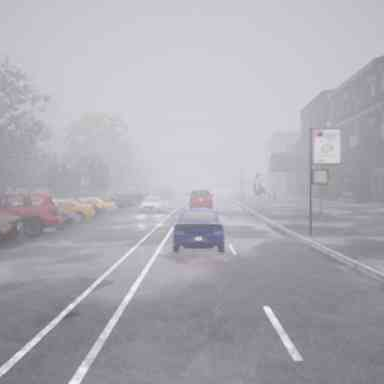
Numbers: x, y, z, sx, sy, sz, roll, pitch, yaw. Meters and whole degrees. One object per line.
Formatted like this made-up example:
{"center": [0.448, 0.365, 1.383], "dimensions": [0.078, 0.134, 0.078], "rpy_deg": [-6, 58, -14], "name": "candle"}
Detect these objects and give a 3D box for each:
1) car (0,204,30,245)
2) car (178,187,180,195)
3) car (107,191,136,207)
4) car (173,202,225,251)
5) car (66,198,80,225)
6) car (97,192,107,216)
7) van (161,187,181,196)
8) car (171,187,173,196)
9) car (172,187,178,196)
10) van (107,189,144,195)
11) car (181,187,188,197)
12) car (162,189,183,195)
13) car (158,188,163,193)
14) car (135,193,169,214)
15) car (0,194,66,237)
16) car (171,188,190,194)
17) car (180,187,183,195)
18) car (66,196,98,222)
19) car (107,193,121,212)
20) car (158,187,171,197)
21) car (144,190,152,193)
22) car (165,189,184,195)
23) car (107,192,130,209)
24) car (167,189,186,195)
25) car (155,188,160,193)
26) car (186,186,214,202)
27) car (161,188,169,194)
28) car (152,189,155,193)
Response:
{"center": [-9.357, 1.456, 13.218], "dimensions": [4.792, 1.488, 2.163], "rpy_deg": [-1, 1, -19], "name": "car"}
{"center": [-5.733, 0.208, 72.526], "dimensions": [4.674, 1.452, 2.002], "rpy_deg": [-1, 1, -14], "name": "car"}
{"center": [-8.615, 0.996, 34.026], "dimensions": [5.008, 1.535, 2.097], "rpy_deg": [-1, 1, -17], "name": "car"}
{"center": [0.280, 1.409, 13.805], "dimensions": [1.882, 1.535, 5.008], "rpy_deg": [0, 1, 1], "name": "car"}
{"center": [-9.191, 1.334, 19.181], "dimensions": [4.892, 1.521, 2.231], "rpy_deg": [-1, 1, -19], "name": "car"}
{"center": [-9.018, 1.078, 25.111], "dimensions": [4.553, 1.767, 2.185], "rpy_deg": [-1, 1, -18], "name": "car"}
{"center": [-5.002, -0.174, 78.460], "dimensions": [4.442, 1.987, 1.878], "rpy_deg": [-1, 1, -14], "name": "van"}
{"center": [-6.576, 0.385, 63.658], "dimensions": [4.674, 1.452, 2.002], "rpy_deg": [-1, 1, -15], "name": "car"}
{"center": [-6.336, 0.034, 66.596], "dimensions": [5.566, 2.045, 2.435], "rpy_deg": [-1, 1, -15], "name": "car"}
{"center": [-8.409, 0.636, 39.908], "dimensions": [4.442, 1.987, 1.878], "rpy_deg": [-1, 2, -17], "name": "van"}
{"center": [-0.566, 0.200, 70.764], "dimensions": [1.837, 1.490, 4.892], "rpy_deg": [0, 1, 6], "name": "car"}
{"center": [-4.781, 0.038, 81.384], "dimensions": [4.674, 1.452, 2.002], "rpy_deg": [-1, 1, -14], "name": "car"}
{"center": [-7.499, 0.624, 51.819], "dimensions": [4.792, 1.488, 2.163], "rpy_deg": [-1, 1, -16], "name": "car"}
{"center": [-3.535, 1.121, 30.154], "dimensions": [1.812, 1.442, 4.674], "rpy_deg": [0, 1, 3], "name": "car"}
{"center": [-9.293, 1.134, 16.188], "dimensions": [5.566, 2.045, 2.435], "rpy_deg": [-1, 1, -19], "name": "car"}
{"center": [-3.354, -0.230, 93.137], "dimensions": [5.008, 1.535, 2.097], "rpy_deg": [-1, 1, -13], "name": "car"}
{"center": [-5.247, 0.103, 75.526], "dimensions": [5.366, 1.575, 1.946], "rpy_deg": [-1, 1, -14], "name": "car"}
{"center": [-9.086, 1.271, 22.148], "dimensions": [5.008, 1.535, 2.097], "rpy_deg": [-1, 2, -18], "name": "car"}
{"center": [-9.049, 1.135, 28.027], "dimensions": [5.366, 1.575, 1.946], "rpy_deg": [-1, 2, -18], "name": "car"}
{"center": [-6.800, 0.280, 60.695], "dimensions": [4.553, 1.767, 2.185], "rpy_deg": [-1, 1, -15], "name": "car"}
{"center": [-8.129, 0.791, 42.922], "dimensions": [5.008, 1.535, 2.097], "rpy_deg": [-1, 1, -17], "name": "car"}
{"center": [-4.423, -0.017, 84.316], "dimensions": [4.674, 1.452, 2.002], "rpy_deg": [0, 1, -13], "name": "car"}
{"center": [-8.738, 1.065, 31.051], "dimensions": [5.008, 1.535, 2.097], "rpy_deg": [-1, 2, -18], "name": "car"}
{"center": [-4.089, -0.073, 87.244], "dimensions": [4.674, 1.452, 2.002], "rpy_deg": [-1, 1, -13], "name": "car"}
{"center": [-7.732, 0.659, 48.845], "dimensions": [5.008, 1.535, 2.097], "rpy_deg": [-1, 2, -16], "name": "car"}
{"center": [0.899, 0.770, 32.077], "dimensions": [2.150, 2.045, 5.566], "rpy_deg": [0, 1, 3], "name": "car"}
{"center": [-7.084, 0.469, 57.738], "dimensions": [4.892, 1.521, 2.231], "rpy_deg": [-1, 1, -16], "name": "car"}
{"center": [-7.905, 0.599, 45.883], "dimensions": [4.553, 1.767, 2.185], "rpy_deg": [-1, 2, -16], "name": "car"}
